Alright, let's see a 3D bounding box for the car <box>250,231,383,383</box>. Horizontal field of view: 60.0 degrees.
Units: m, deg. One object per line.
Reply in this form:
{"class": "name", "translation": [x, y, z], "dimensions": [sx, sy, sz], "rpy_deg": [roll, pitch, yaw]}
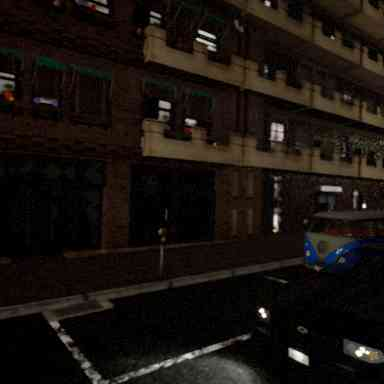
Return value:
{"class": "car", "translation": [3.458, 1.606, 5.528], "dimensions": [5.357, 1.411, 2.033], "rpy_deg": [1, 0, -35]}

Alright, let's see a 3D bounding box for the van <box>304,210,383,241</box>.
{"class": "van", "translation": [4.920, 1.438, 9.586], "dimensions": [3.998, 1.788, 1.690], "rpy_deg": [1, 1, -35]}
